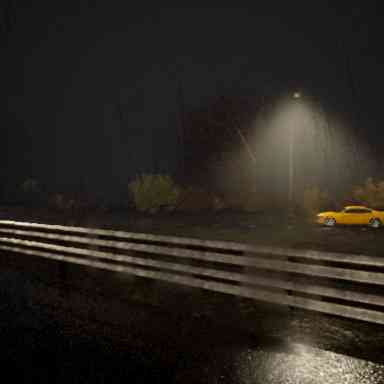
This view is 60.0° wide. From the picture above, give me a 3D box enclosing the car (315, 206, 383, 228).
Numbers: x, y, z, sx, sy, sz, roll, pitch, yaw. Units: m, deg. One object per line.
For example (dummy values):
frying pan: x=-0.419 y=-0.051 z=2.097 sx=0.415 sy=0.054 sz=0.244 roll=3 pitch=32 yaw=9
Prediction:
car: x=11.941 y=1.836 z=25.024 sx=5.008 sy=1.535 sz=1.882 roll=0 pitch=0 yaw=13
